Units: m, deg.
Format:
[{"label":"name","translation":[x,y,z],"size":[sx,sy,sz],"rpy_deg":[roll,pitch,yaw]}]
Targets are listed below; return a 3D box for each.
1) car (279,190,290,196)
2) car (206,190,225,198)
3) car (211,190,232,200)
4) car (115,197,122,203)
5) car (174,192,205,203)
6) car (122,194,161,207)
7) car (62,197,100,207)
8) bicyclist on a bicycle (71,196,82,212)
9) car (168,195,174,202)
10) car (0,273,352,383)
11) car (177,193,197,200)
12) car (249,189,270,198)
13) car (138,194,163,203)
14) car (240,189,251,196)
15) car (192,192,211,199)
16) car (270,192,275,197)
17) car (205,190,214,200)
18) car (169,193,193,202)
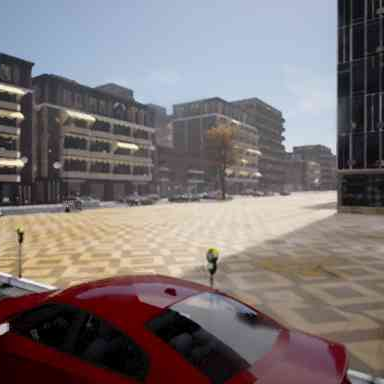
[{"label":"car","translation":[24.996,0.259,90.013],"size":[1.967,1.590,4.097],"rpy_deg":[1,2,35]},{"label":"car","translation":[5.431,0.451,76.462],"size":[2.192,1.841,5.009],"rpy_deg":[1,2,35]},{"label":"car","translation":[6.079,0.851,62.679],"size":[1.752,1.417,4.829],"rpy_deg":[1,2,35]},{"label":"car","translation":[-10.415,1.131,53.571],"size":[1.947,1.339,4.313],"rpy_deg":[1,2,35]},{"label":"car","translation":[-0.356,1.051,53.380],"size":[2.008,1.369,4.403],"rpy_deg":[1,2,35]},{"label":"car","translation":[-6.694,1.224,44.221],"size":[2.008,1.369,4.403],"rpy_deg":[1,2,35]},{"label":"car","translation":[-14.400,1.339,43.278],"size":[1.895,1.301,4.718],"rpy_deg":[0,1,35]},{"label":"bicyclist on a bicycle","translation":[-11.258,1.173,32.464],"size":[1.656,1.620,0.582],"rpy_deg":[0,1,35]},{"label":"car","translation":[-1.814,1.021,55.927],"size":[2.033,1.411,5.357],"rpy_deg":[0,1,35]},{"label":"car","translation":[-0.795,1.558,3.433],"size":[4.507,1.381,1.887],"rpy_deg":[0,0,36]},{"label":"car","translation":[-0.909,0.873,67.309],"size":[1.947,1.339,4.313],"rpy_deg":[1,2,35]},{"label":"car","translation":[15.489,0.624,76.278],"size":[2.008,1.369,4.403],"rpy_deg":[1,2,35]},{"label":"car","translation":[-7.247,1.029,58.150],"size":[2.008,1.369,4.403],"rpy_deg":[1,2,35]},{"label":"car","translation":[14.937,0.197,90.200],"size":[2.192,1.841,5.009],"rpy_deg":[1,2,35]},{"label":"car","translation":[2.164,0.749,71.747],"size":[1.752,1.417,4.829],"rpy_deg":[1,2,35]},{"label":"car","translation":[18.658,0.539,80.856],"size":[2.008,1.369,4.403],"rpy_deg":[1,2,35]},{"label":"car","translation":[4.040,0.861,64.481],"size":[2.033,1.411,5.357],"rpy_deg":[0,1,35]},{"label":"car","translation":[-1.940,0.916,61.117],"size":[1.837,1.490,4.892],"rpy_deg":[0,1,35]}]
